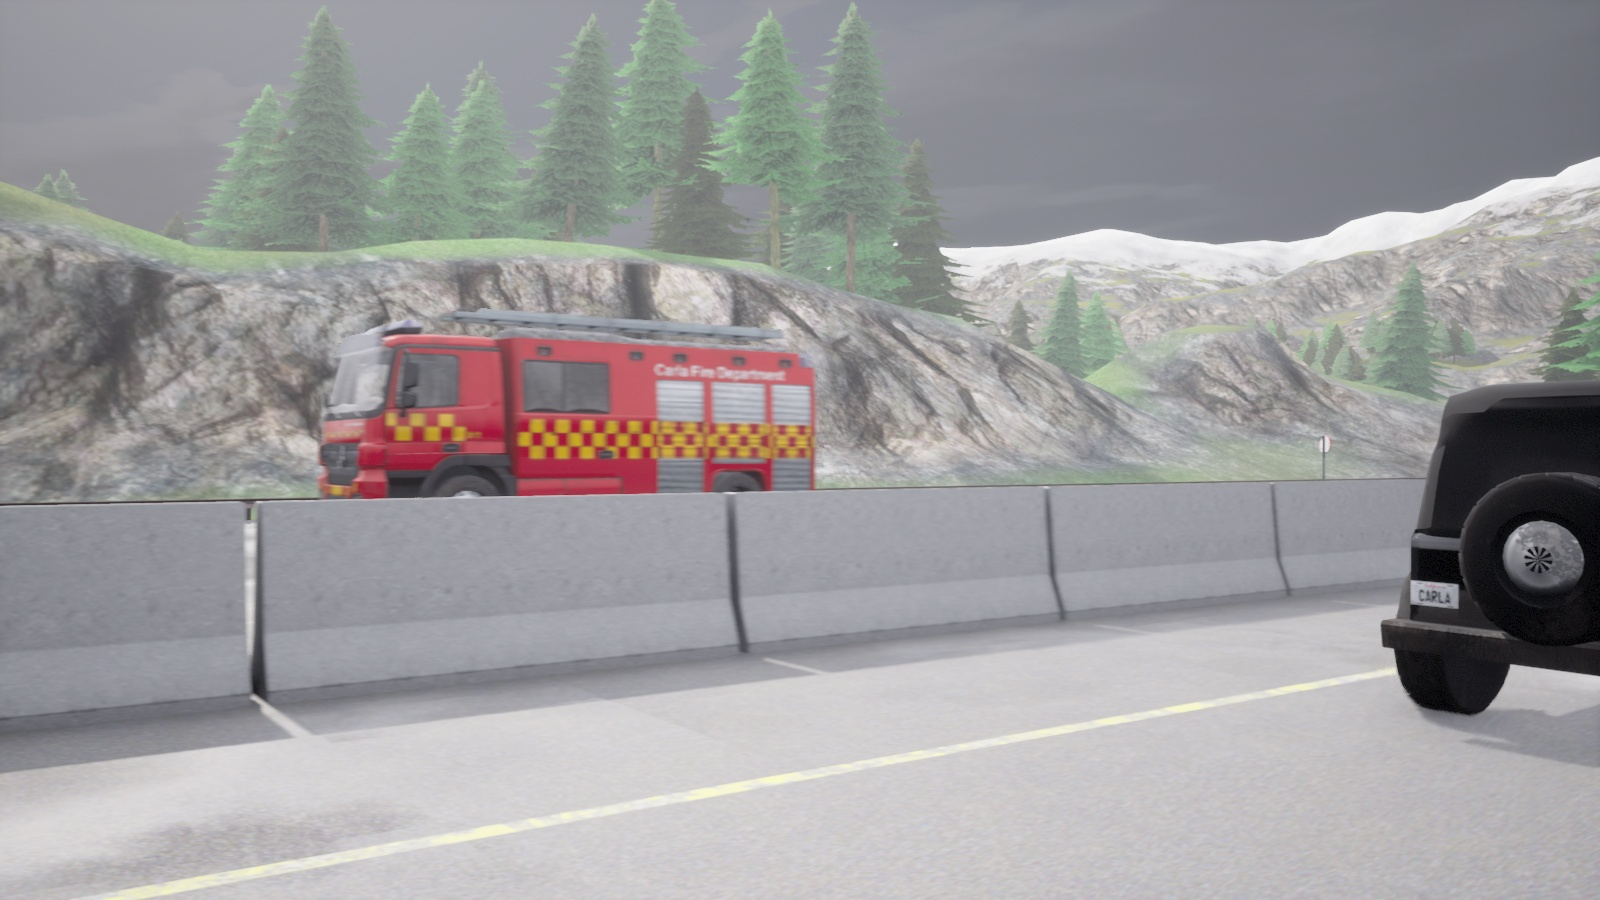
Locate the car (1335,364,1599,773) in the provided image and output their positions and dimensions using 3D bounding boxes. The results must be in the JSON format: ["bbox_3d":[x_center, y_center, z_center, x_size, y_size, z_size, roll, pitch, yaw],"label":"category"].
[{"bbox_3d":[5.052,0.547,7.176,3.866,1.878,1.905,0,0,-35],"label":"car"}]

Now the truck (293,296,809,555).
[{"bbox_3d":[-4.134,-0.357,22.108,8.468,3.827,2.891,0,0,-35],"label":"truck"}]
